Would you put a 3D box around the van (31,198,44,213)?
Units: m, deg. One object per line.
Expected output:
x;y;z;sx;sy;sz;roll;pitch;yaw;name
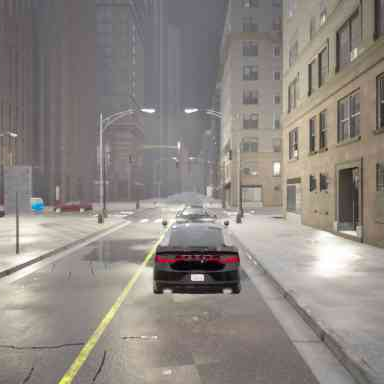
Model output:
-19.584;1.592;39.117;3.998;1.788;1.690;-1;0;0;van

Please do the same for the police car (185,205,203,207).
0.120;1.510;18.522;2.038;1.542;4.974;0;0;0;police car

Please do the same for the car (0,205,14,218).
-19.612;1.524;30.591;5.009;1.841;2.192;-1;0;0;car

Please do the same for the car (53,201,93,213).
-13.958;1.727;39.094;4.507;1.381;1.887;-1;0;0;car

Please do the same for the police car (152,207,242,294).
0.107;1.427;8.917;1.930;1.638;5.238;0;0;0;police car
